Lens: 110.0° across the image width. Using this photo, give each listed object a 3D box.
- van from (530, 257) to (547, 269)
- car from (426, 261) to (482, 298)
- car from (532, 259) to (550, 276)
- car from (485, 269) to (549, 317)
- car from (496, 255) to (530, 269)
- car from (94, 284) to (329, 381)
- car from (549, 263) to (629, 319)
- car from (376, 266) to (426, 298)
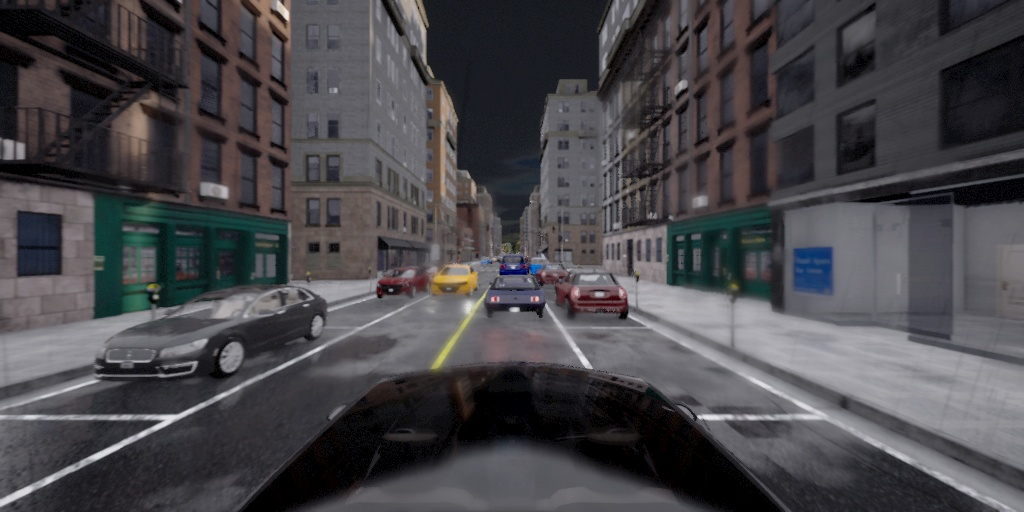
[{"bbox_3d":[2.623,1.047,34.768,1.690,1.789,3.998,0,0,0],"label":"van"},{"bbox_3d":[-2.857,1.206,18.722,1.882,1.535,5.008,0,0,0],"label":"car"},{"bbox_3d":[2.628,1.161,23.747,1.967,1.591,4.097,0,0,0],"label":"car"},{"bbox_3d":[0.094,1.336,13.074,1.895,1.301,4.718,0,0,0],"label":"car"},{"bbox_3d":[0.088,0.935,28.869,2.150,2.045,5.566,0,0,0],"label":"car"},{"bbox_3d":[-5.390,1.294,7.209,2.007,1.370,4.403,0,0,0],"label":"car"},{"bbox_3d":[2.632,1.176,12.724,1.967,1.591,4.097,0,0,0],"label":"car"},{"bbox_3d":[-5.395,1.274,18.231,1.888,1.381,4.507,0,0,0],"label":"car"}]
